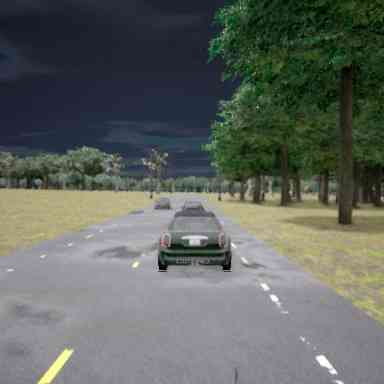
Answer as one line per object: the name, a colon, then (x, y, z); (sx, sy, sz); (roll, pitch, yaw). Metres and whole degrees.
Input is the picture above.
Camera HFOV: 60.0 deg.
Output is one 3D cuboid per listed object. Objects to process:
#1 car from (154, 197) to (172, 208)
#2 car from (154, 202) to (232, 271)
car: (-3.596, 1.440, 41.395); (1.837, 1.490, 4.892); (0, 0, 0)
car: (0.082, 1.376, 11.164); (2.097, 1.767, 4.553); (0, 0, 0)
